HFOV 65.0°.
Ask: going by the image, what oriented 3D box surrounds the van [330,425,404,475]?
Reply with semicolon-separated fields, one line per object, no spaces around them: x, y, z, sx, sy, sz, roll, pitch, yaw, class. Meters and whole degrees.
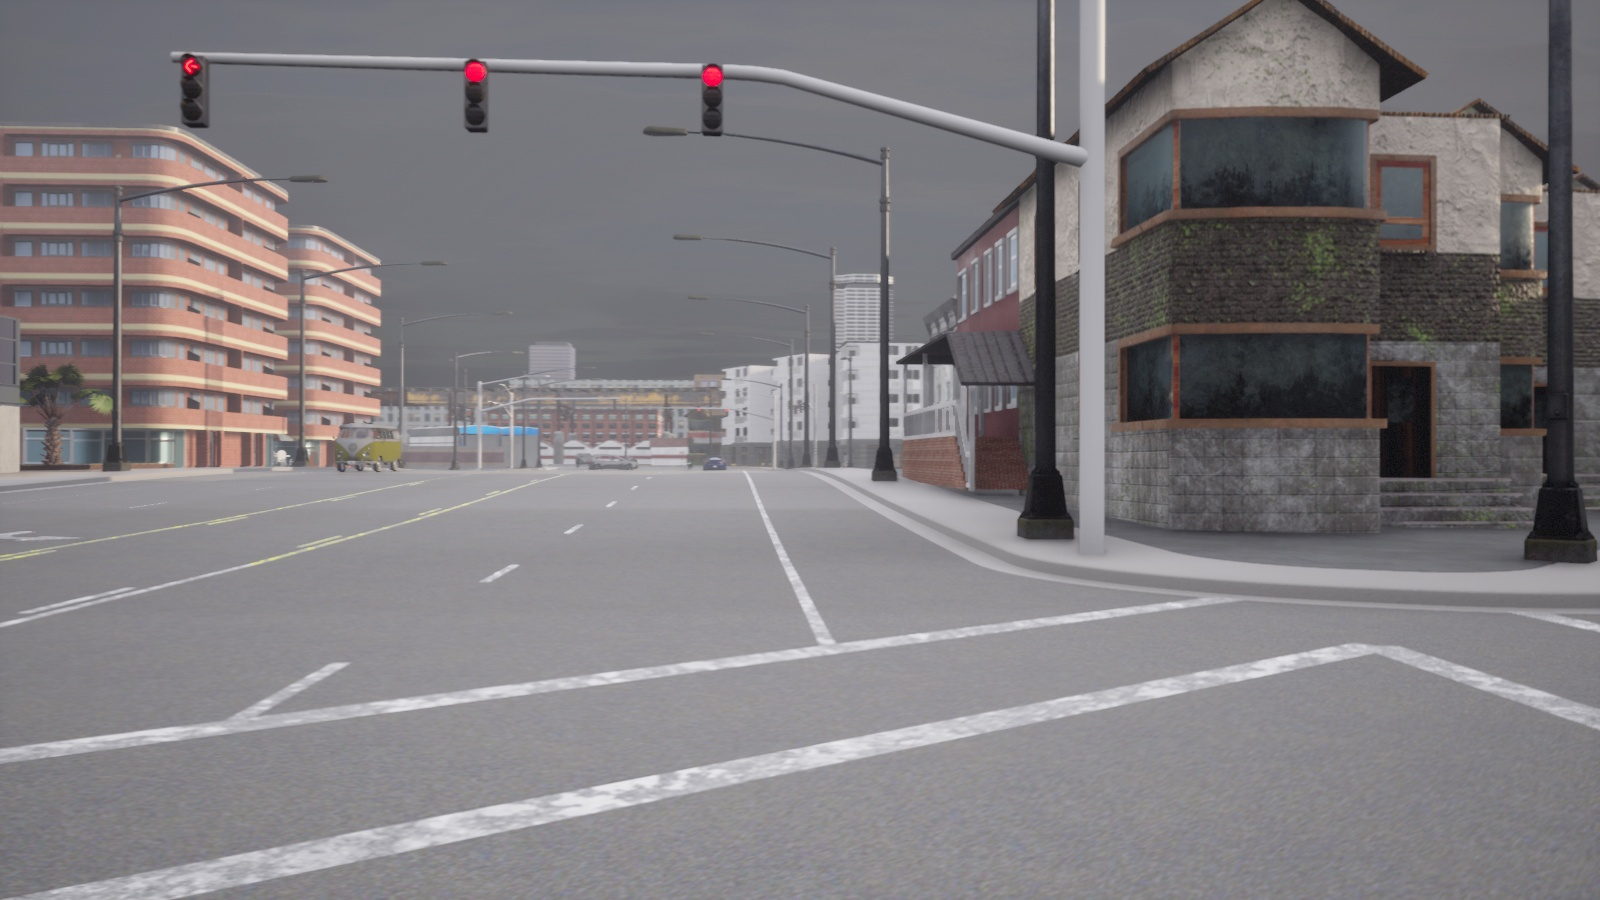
-17.990;-0.002;52.394;1.775;1.987;4.442;0;0;-3;van
